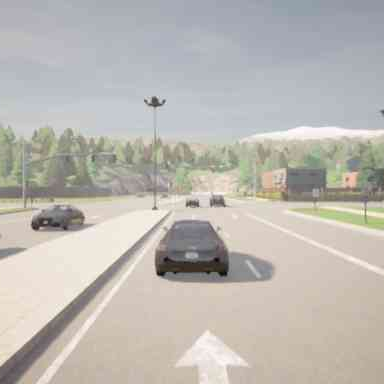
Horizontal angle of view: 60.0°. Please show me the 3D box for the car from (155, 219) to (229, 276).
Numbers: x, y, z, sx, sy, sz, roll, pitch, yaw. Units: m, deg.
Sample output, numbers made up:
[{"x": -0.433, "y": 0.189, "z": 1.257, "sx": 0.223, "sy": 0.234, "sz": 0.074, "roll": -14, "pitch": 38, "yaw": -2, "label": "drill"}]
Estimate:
[{"x": 0.000, "y": 1.518, "z": 10.193, "sx": 1.994, "sy": 1.385, "sz": 4.181, "roll": 0, "pitch": 0, "yaw": 0, "label": "car"}]

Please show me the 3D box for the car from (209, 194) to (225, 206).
[{"x": 3.588, "y": 1.140, "z": 48.451, "sx": 2.097, "sy": 1.767, "sz": 4.553, "roll": 0, "pitch": 0, "yaw": 0, "label": "car"}]

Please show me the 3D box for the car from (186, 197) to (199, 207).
[{"x": 0.086, "y": 1.394, "z": 47.309, "sx": 1.895, "sy": 1.301, "sz": 4.718, "roll": 0, "pitch": 0, "yaw": 0, "label": "car"}]

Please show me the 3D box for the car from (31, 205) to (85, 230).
[{"x": -8.022, "y": 1.476, "z": 20.235, "sx": 1.994, "sy": 1.385, "sz": 4.181, "roll": 0, "pitch": 0, "yaw": 1, "label": "car"}]

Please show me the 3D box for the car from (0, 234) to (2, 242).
[{"x": -8.086, "y": 1.503, "z": 10.162, "sx": 2.033, "sy": 1.411, "sz": 5.357, "roll": 0, "pitch": 0, "yaw": 0, "label": "car"}]
